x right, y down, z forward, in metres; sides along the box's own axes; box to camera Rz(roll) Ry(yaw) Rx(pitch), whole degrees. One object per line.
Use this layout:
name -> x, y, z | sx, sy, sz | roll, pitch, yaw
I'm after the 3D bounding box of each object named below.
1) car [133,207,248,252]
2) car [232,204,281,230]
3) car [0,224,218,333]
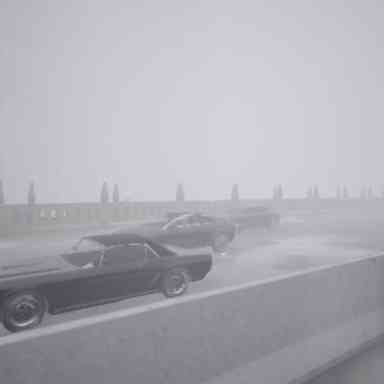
car -> -0.566, 1.474, 12.180 | 4.902, 1.511, 2.128 | 0, 0, -35
car -> 3.005, 1.469, 19.018 | 4.892, 1.490, 1.837 | 0, 0, -35
car -> -1.934, 1.595, 6.909 | 4.718, 1.301, 1.895 | 0, 0, -35
